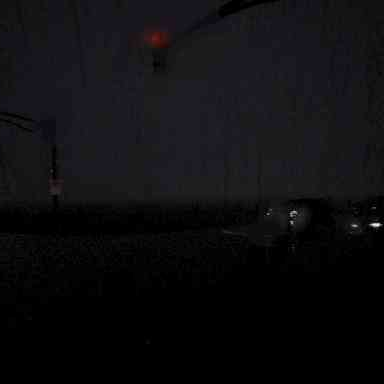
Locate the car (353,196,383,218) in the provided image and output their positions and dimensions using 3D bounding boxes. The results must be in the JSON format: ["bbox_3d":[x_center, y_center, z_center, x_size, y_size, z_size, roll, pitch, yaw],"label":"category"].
[{"bbox_3d":[14.504,1.125,26.050,5.008,1.535,1.882,-1,0,-39],"label":"car"}]

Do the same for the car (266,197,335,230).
[{"bbox_3d":[6.383,1.152,19.525,4.553,1.767,2.097,-1,0,-39],"label":"car"}]
